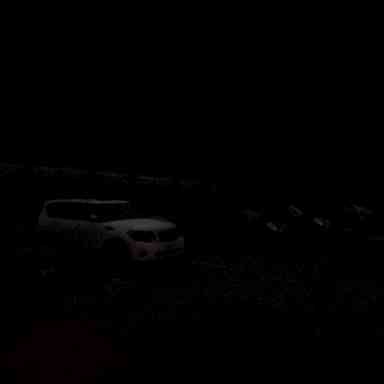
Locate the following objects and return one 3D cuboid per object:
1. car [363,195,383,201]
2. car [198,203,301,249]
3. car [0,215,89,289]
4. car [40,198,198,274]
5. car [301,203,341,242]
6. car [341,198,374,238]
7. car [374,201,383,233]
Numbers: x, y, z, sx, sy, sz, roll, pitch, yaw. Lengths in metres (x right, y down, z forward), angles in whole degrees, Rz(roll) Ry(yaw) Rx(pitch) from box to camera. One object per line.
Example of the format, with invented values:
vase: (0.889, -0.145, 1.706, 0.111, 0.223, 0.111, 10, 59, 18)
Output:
car: (11.829, 1.228, 21.476, 5.566, 2.045, 2.435, -1, 0, 35)
car: (1.989, 1.358, 14.463, 4.553, 1.767, 2.185, -1, -1, 35)
car: (-5.341, 1.516, 9.169, 4.792, 1.488, 2.163, -1, -1, 35)
car: (-2.883, 1.234, 10.929, 5.566, 2.045, 2.435, -1, -1, 34)
car: (4.451, 1.357, 16.225, 4.553, 1.767, 2.185, -1, -1, 34)
car: (6.959, 1.355, 17.940, 4.553, 1.767, 2.185, -1, 0, 34)
car: (9.394, 1.481, 19.718, 4.892, 1.521, 2.231, -1, -1, 34)
